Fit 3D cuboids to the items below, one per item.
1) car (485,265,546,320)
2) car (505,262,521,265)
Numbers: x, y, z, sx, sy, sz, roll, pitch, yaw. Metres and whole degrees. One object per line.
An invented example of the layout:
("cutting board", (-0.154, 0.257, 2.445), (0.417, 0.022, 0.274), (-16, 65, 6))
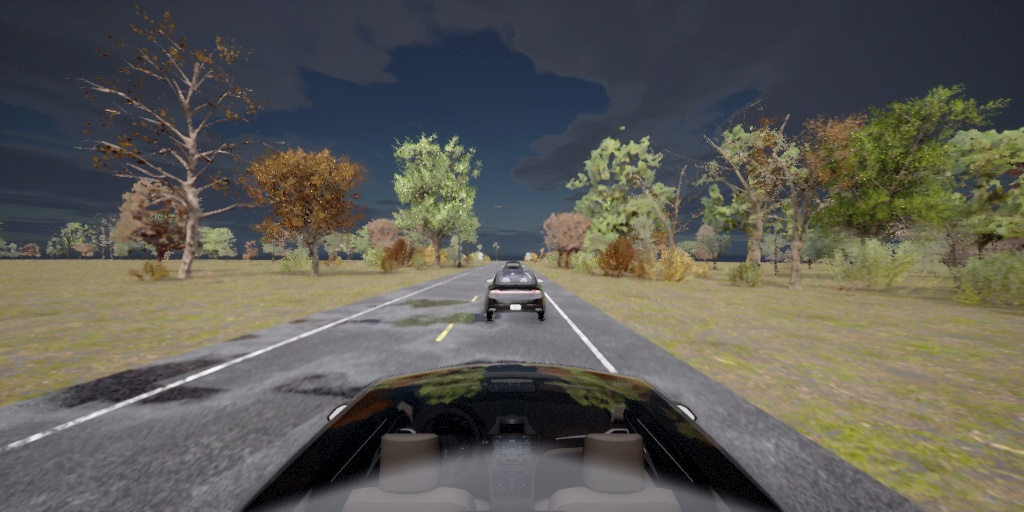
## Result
("car", (0.103, 1.244, 12.586), (2.128, 1.511, 4.902), (0, 0, 0))
("car", (0.105, 1.284, 32.835), (1.837, 1.490, 4.892), (0, 0, 0))
